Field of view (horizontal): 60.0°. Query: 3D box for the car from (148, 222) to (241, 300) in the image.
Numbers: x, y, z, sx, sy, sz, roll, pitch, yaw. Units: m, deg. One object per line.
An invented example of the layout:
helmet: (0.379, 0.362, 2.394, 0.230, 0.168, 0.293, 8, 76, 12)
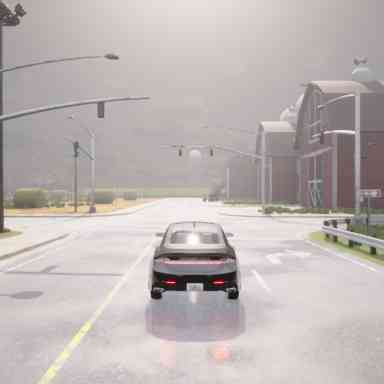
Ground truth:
car: (0.064, 1.491, 8.395, 2.128, 1.511, 4.902, 0, 0, 0)

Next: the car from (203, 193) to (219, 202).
car: (4.138, 1.144, 72.662, 1.905, 1.878, 3.866, -8, 3, -42)
